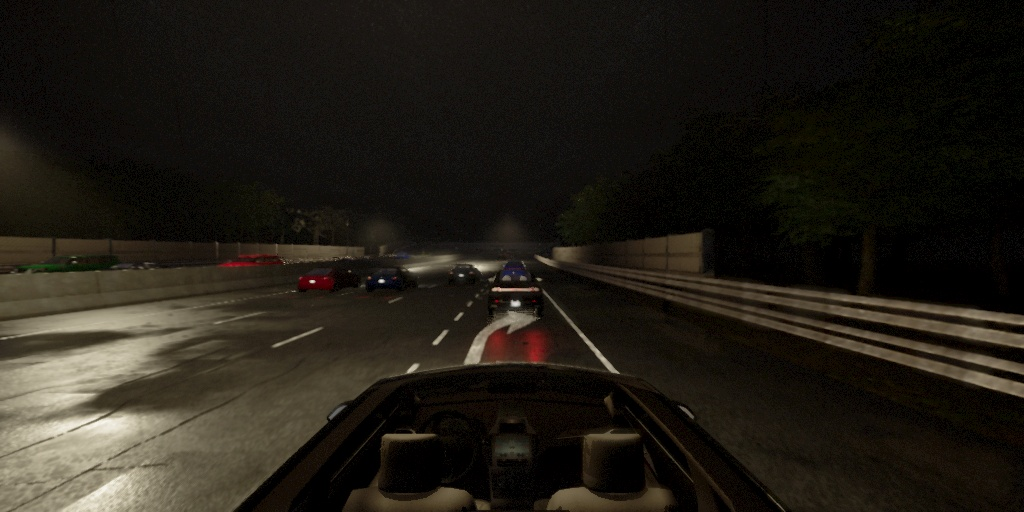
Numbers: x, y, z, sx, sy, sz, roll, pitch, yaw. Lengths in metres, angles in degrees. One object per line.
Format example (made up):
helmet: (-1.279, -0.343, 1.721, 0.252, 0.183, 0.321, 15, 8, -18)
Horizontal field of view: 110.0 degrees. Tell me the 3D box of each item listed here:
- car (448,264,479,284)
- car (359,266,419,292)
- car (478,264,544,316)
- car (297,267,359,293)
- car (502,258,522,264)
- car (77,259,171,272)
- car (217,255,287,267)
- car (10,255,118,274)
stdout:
car: (-3.435, 1.286, 26.398, 1.994, 1.385, 4.181, 0, 0, 0)
car: (-6.859, 1.291, 20.872, 1.994, 1.385, 4.181, 0, 0, 0)
car: (0.117, 1.229, 13.193, 2.128, 1.511, 4.902, 0, 0, 0)
car: (-10.360, 1.290, 20.633, 1.994, 1.385, 4.181, 0, 0, 0)
car: (0.194, 1.194, 31.366, 1.882, 1.535, 5.008, 0, 0, 0)
car: (-28.023, 1.209, 26.554, 2.128, 1.511, 4.902, 0, 0, 0)
car: (-21.012, 0.935, 29.002, 2.150, 2.045, 5.566, 0, 0, 1)
car: (-31.531, 0.935, 25.735, 2.150, 2.045, 5.566, 0, 0, 0)
